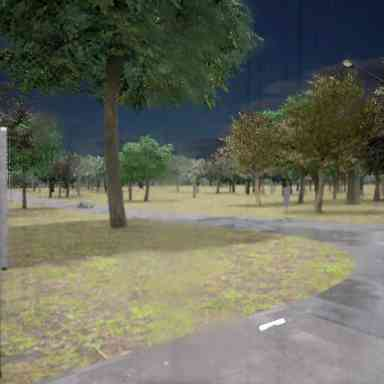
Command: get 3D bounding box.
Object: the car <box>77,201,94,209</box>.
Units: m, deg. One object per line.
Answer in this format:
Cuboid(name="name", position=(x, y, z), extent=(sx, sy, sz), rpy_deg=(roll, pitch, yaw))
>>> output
Cuboid(name="car", position=(-19.025, 2.291, 59.446), extent=(2.128, 1.511, 4.902), rpy_deg=(0, 0, -35))
